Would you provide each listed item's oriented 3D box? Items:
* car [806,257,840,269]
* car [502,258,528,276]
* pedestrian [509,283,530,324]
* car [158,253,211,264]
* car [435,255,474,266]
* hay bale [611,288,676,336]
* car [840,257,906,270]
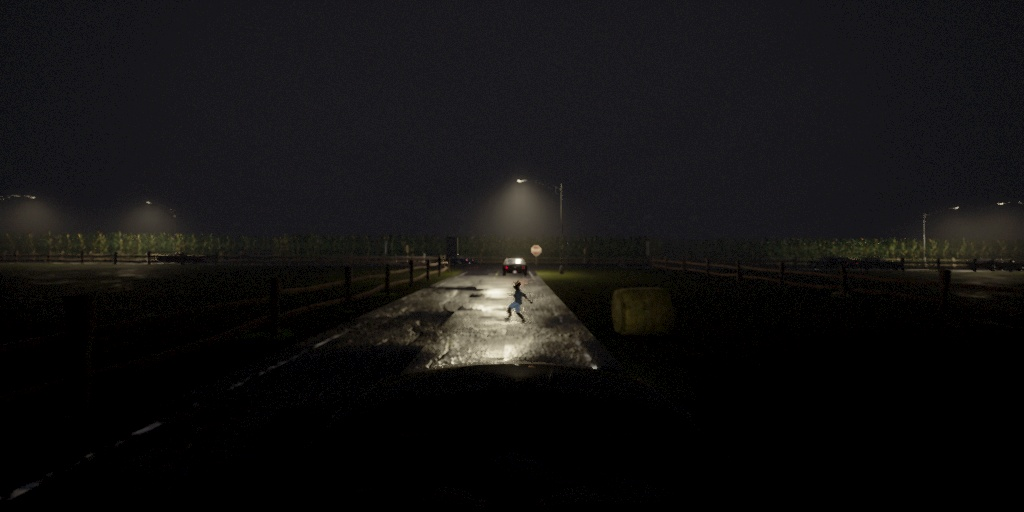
[{"bbox_3d":[38.540,0.805,43.556,4.892,1.490,1.837,1,0,1],"label":"car"},{"bbox_3d":[0.205,0.833,28.260,1.895,1.301,4.718,0,1,0],"label":"car"},{"bbox_3d":[0.205,0.888,9.729,0.375,1.860,0.375,1,0,-3],"label":"pedestrian"},{"bbox_3d":[-37.774,0.285,41.499,4.718,1.301,1.895,0,0,1],"label":"car"},{"bbox_3d":[-6.941,0.504,43.080,4.718,1.301,1.895,1,0,28],"label":"car"},{"bbox_3d":[3.165,1.270,8.750,1.220,1.180,1.240,0,0,0],"label":"hay bale"},{"bbox_3d":[41.160,0.880,40.688,5.357,1.411,2.033,1,0,1],"label":"car"}]
